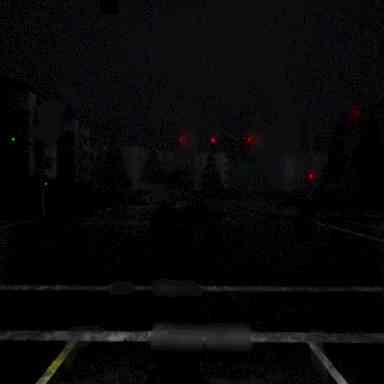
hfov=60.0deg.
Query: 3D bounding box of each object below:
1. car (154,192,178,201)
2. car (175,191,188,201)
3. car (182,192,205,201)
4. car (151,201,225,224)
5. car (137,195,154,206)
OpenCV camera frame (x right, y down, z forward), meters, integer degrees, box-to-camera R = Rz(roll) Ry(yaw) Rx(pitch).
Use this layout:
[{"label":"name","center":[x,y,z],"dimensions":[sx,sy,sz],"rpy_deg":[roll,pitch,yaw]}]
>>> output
[{"label":"car","center":[-3.429,1.205,45.118],"dimensions":[1.882,1.535,5.008],"rpy_deg":[0,0,3]},{"label":"car","center":[-2.424,0.832,64.292],"dimensions":[2.150,2.045,5.566],"rpy_deg":[0,1,25]},{"label":"car","center":[0.648,1.171,62.494],"dimensions":[2.033,1.411,5.357],"rpy_deg":[0,0,25]},{"label":"car","center":[-0.192,1.465,22.599],"dimensions":[4.718,1.301,1.895],"rpy_deg":[0,0,1]},{"label":"car","center":[-6.648,1.184,48.740],"dimensions":[1.882,1.535,5.008],"rpy_deg":[0,0,6]}]
